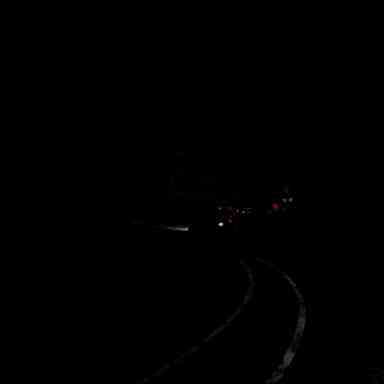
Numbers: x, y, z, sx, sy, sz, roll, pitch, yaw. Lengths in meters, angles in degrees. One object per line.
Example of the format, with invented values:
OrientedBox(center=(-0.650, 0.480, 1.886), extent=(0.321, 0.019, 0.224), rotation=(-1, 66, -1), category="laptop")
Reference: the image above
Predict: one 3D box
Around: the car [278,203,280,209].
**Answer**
OrientedBox(center=(19.023, 3.131, 76.098), extent=(1.882, 1.535, 5.008), rotation=(0, -1, 21), category="car")

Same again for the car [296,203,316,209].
OrientedBox(center=(29.557, 3.531, 86.294), extent=(4.792, 1.488, 2.163), rotation=(0, -1, 21), category="car")

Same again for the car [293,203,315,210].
OrientedBox(center=(24.606, 3.228, 73.063), extent=(4.674, 1.452, 2.002), rotation=(0, -1, 21), category="car")

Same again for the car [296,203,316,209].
OrientedBox(center=(28.592, 3.480, 83.639), extent=(4.674, 1.452, 2.002), rotation=(0, -1, 21), category="car")

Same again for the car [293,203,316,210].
OrientedBox(center=(25.599, 3.252, 75.711), extent=(5.008, 1.535, 2.097), rotation=(0, -1, 21), category="car")

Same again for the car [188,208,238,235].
OrientedBox(center=(1.120, 1.912, 21.482), extent=(1.994, 1.385, 4.181), rotation=(0, -1, -17), category="car")

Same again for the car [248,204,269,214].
OrientedBox(center=(11.202, 2.814, 55.790), extent=(1.882, 1.535, 5.008), rotation=(0, -2, 22), category="car")

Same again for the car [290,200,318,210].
OrientedBox(center=(23.588, 2.871, 70.436), extent=(5.566, 2.045, 2.435), rotation=(0, -1, 21), category="car")

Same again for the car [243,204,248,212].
OrientedBox(center=(11.299, 3.058, 65.247), extent=(2.128, 1.511, 4.902), rotation=(0, -1, 22), category="car")

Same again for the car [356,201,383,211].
OrientedBox(center=(34.357, 2.866, 63.451), extent=(4.553, 1.767, 2.185), rotation=(0, -1, 21), category="car")

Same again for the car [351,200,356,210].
OrientedBox(center=(36.426, 2.882, 68.850), extent=(5.566, 2.045, 2.435), rotation=(0, -1, 21), category="car")

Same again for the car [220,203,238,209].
OrientedBox(center=(5.512, 2.544, 50.693), extent=(2.097, 1.767, 4.553), rotation=(0, -1, 22), category="car")

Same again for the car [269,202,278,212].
OrientedBox(center=(15.350, 3.105, 66.645), extent=(2.128, 1.511, 4.902), rotation=(0, -1, 21), category="car")

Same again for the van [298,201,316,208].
OrientedBox(center=(30.690, 3.336, 88.892), extent=(4.442, 1.987, 1.878), rotation=(0, -1, 21), category="van")

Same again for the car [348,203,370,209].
OrientedBox(center=(42.397, 3.534, 84.562), extent=(4.792, 1.488, 2.163), rotation=(0, -1, 21), category="car")
